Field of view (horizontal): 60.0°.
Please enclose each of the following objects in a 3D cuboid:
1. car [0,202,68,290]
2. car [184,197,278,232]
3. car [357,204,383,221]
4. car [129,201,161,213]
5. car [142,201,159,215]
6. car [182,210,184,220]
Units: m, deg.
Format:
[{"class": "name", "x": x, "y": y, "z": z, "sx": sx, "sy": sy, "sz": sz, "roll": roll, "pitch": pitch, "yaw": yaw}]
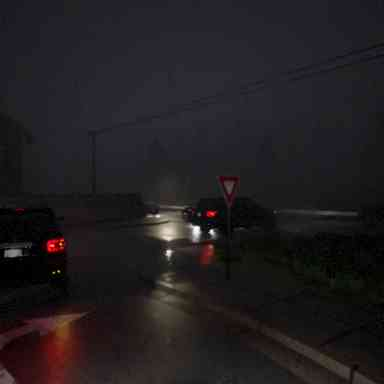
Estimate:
[{"class": "car", "x": -4.648, "y": 1.294, "z": 8.896, "sx": 2.150, "sy": 2.045, "sz": 5.566, "roll": 0, "pitch": 0, "yaw": -26}, {"class": "car", "x": 2.589, "y": 1.308, "z": 19.484, "sx": 5.566, "sy": 2.045, "sz": 2.150, "roll": 0, "pitch": 0, "yaw": -35}, {"class": "car", "x": 13.752, "y": 1.260, "z": 21.386, "sx": 2.150, "sy": 2.045, "sz": 5.566, "roll": 0, "pitch": 0, "yaw": -43}, {"class": "car", "x": -6.021, "y": 1.813, "z": 42.227, "sx": 1.994, "sy": 1.385, "sz": 4.181, "roll": 0, "pitch": 0, "yaw": -43}, {"class": "car", "x": -5.499, "y": 1.780, "z": 36.297, "sx": 1.994, "sy": 1.385, "sz": 4.181, "roll": 0, "pitch": 0, "yaw": -44}, {"class": "car", "x": 0.459, "y": 1.702, "z": 27.089, "sx": 1.994, "sy": 1.385, "sz": 4.181, "roll": 0, "pitch": 0, "yaw": -12}]
